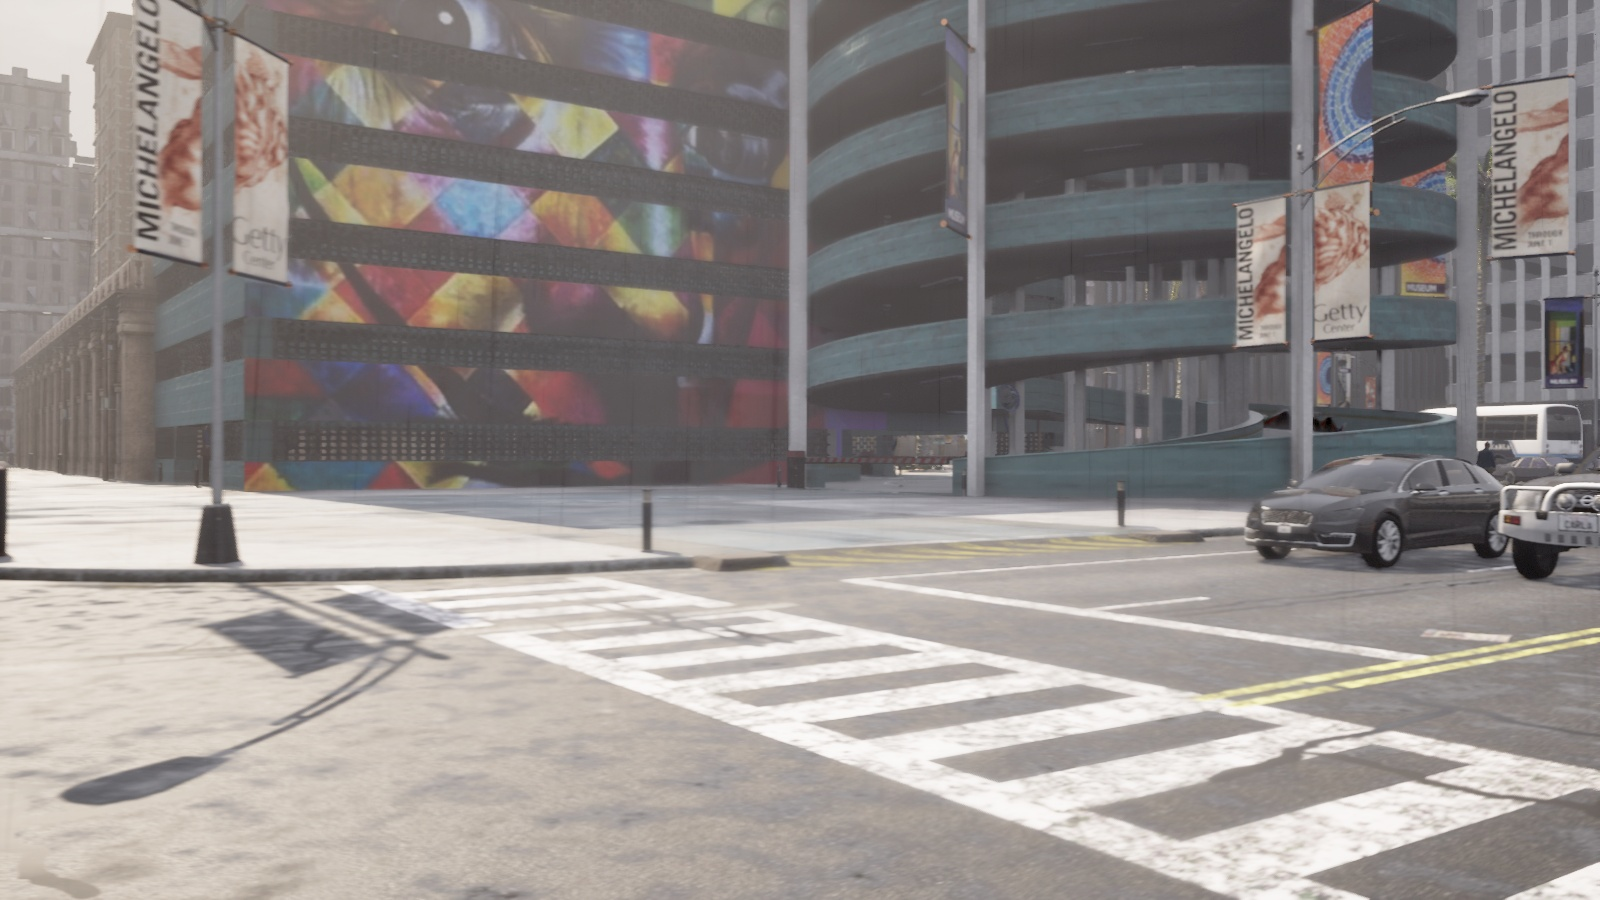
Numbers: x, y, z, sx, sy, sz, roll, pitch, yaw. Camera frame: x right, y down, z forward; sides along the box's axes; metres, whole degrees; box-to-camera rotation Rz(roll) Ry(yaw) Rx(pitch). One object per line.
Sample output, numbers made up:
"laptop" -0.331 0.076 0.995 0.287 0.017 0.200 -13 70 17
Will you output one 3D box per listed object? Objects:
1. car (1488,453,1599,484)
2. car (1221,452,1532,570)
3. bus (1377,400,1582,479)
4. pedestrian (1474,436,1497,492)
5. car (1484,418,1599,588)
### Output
"car" 36.231 0.865 60.842 2.033 1.411 5.357 0 0 -13
"car" 8.356 0.776 18.015 4.892 1.490 1.837 0 0 -35
"bus" 39.328 -0.534 73.310 3.944 4.253 10.273 0 0 -23
"pedestrian" 22.710 0.456 41.608 0.726 1.842 0.402 0 0 -39
"car" 10.426 0.577 15.192 4.605 1.855 1.932 0 0 -35
